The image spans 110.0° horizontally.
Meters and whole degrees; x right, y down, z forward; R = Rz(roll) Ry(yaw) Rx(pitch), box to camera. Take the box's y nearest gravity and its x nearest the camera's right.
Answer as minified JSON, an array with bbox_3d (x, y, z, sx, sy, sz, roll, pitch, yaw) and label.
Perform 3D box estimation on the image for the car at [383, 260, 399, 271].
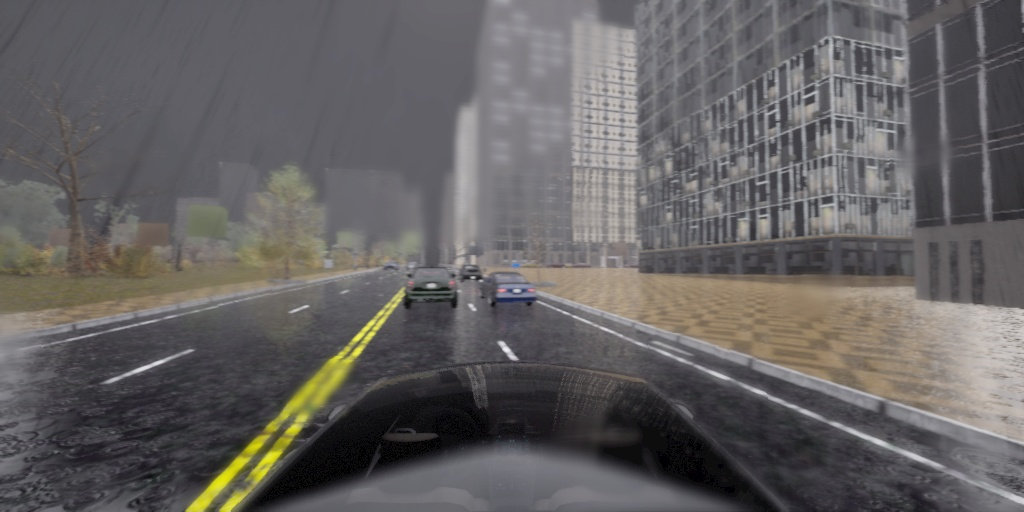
[{"bbox_3d":[-19.769,1.485,58.874,2.097,1.767,4.553,1,-1,-12],"label":"car"}]

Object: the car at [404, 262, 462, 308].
[{"bbox_3d":[-3.534,1.184,15.792,2.097,1.767,4.553,1,-1,-12],"label":"car"}]

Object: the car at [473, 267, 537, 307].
[{"bbox_3d":[-0.347,1.423,16.413,2.033,1.411,5.357,1,-1,-12],"label":"car"}]

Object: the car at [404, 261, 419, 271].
[{"bbox_3d":[-16.551,1.669,59.350,2.128,1.511,4.902,1,-1,-12],"label":"car"}]

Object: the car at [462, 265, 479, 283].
[{"bbox_3d":[-3.665,1.499,31.365,1.837,1.490,4.892,1,0,-12],"label":"car"}]
